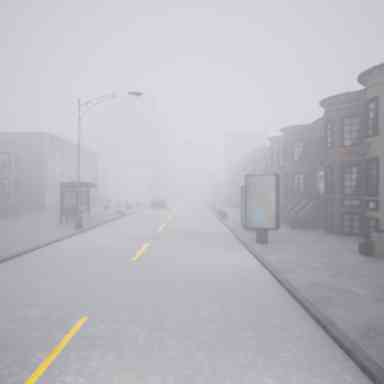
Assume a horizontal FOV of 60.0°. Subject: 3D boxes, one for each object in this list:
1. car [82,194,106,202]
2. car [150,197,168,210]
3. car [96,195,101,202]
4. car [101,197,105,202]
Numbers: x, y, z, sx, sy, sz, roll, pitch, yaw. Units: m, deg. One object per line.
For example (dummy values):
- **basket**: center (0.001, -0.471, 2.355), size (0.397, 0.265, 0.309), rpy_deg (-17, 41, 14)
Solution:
- **car**: center (-19.472, 1.230, 65.895), size (4.193, 1.474, 1.816), rpy_deg (0, 0, 10)
- **car**: center (-4.090, 1.361, 41.375), size (1.882, 1.535, 5.008), rpy_deg (0, 0, 0)
- **car**: center (-19.092, 1.073, 59.842), size (3.866, 1.878, 1.905), rpy_deg (0, 0, 10)
- **car**: center (-19.327, 1.170, 62.943), size (4.611, 1.667, 2.242), rpy_deg (0, 0, 10)
